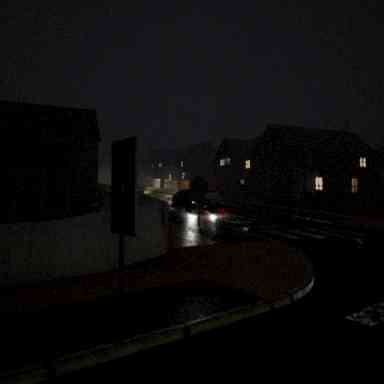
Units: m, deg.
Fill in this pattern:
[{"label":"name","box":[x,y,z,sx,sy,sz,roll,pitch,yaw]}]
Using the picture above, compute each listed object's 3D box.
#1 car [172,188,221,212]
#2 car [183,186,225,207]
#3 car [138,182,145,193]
[{"label":"car","box":[-0.036,0.536,23.545,1.812,1.442,4.674,1,3,-23]},{"label":"car","box":[0.894,0.338,28.465,1.812,1.442,4.674,1,3,-22]},{"label":"car","box":[-6.992,-0.466,40.033,2.128,1.511,4.902,1,3,-23]}]
